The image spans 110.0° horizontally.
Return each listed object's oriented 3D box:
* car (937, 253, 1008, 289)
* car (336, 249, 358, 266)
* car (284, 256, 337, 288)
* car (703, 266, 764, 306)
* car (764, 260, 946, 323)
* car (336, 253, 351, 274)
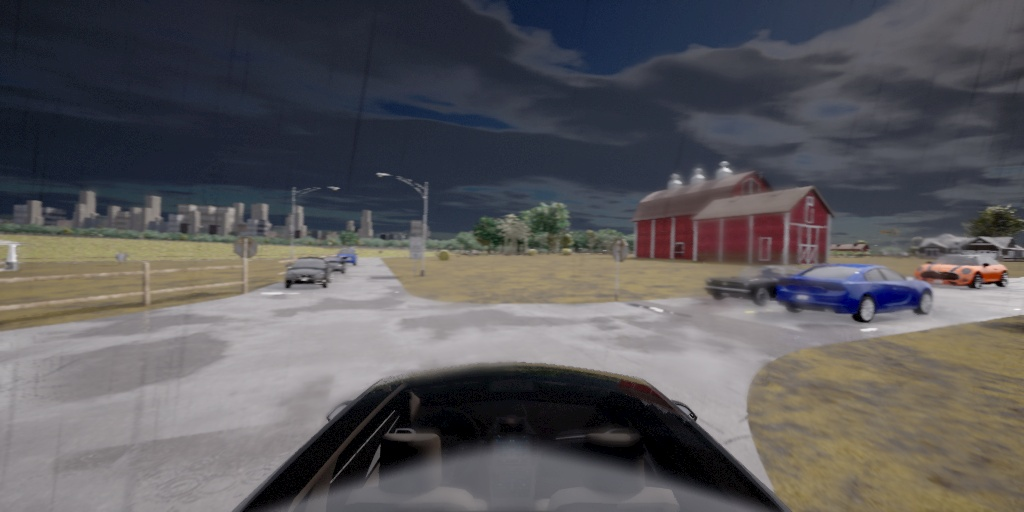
[{"bbox_3d":[23.776,0.730,19.015,4.553,1.767,2.097,0,1,-21],"label":"car"},{"bbox_3d":[-20.339,0.159,44.218,2.150,2.045,5.566,2,0,-21],"label":"car"},{"bbox_3d":[-10.673,0.824,19.068,1.837,1.490,4.892,2,0,-23],"label":"car"},{"bbox_3d":[9.672,1.051,13.598,4.718,1.301,1.895,0,1,-21],"label":"car"},{"bbox_3d":[10.343,0.975,10.802,5.008,1.535,1.882,0,1,-21],"label":"car"},{"bbox_3d":[-14.599,0.719,29.160,1.994,1.385,4.181,2,0,-21],"label":"car"}]
